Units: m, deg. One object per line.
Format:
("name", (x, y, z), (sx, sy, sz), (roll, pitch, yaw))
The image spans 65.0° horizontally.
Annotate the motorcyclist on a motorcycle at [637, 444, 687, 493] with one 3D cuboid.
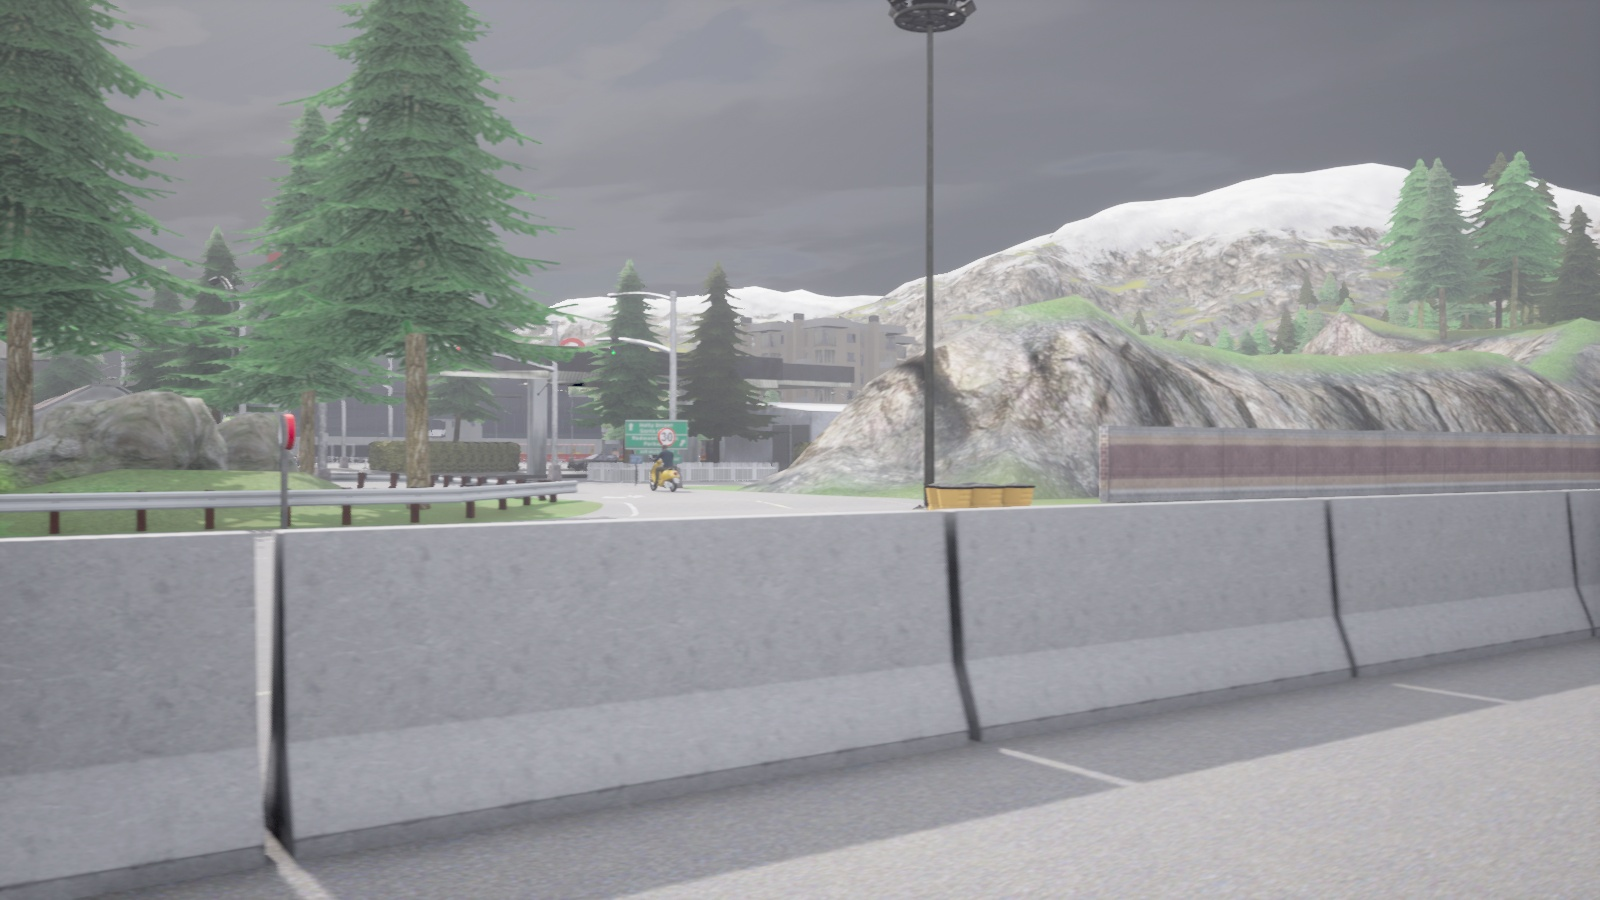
("motorcyclist on a motorcycle", (-4.591, 0.614, 41.767), (0.866, 1.590, 1.817), (0, 0, -36))
